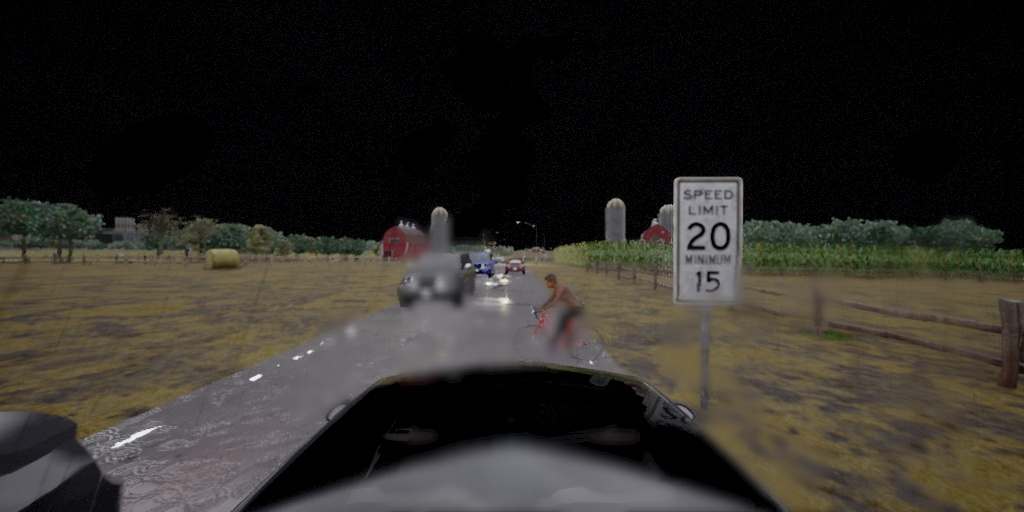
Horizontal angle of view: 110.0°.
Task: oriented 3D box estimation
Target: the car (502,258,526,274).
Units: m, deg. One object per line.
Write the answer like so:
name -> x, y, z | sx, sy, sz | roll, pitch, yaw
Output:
car -> 0.308, 0.946, 34.370 | 1.812, 1.442, 4.674 | 0, 0, 1

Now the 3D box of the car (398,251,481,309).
car -> -2.761, 0.832, 14.592 | 2.150, 2.045, 5.566 | 0, 1, 2

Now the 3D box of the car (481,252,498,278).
car -> -2.605, 0.673, 29.845 | 2.150, 2.045, 5.566 | 0, 2, 1

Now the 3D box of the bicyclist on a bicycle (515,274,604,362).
bicyclist on a bicycle -> 0.872, 1.156, 6.599 | 1.656, 1.620, 0.582 | 1, 1, 0
